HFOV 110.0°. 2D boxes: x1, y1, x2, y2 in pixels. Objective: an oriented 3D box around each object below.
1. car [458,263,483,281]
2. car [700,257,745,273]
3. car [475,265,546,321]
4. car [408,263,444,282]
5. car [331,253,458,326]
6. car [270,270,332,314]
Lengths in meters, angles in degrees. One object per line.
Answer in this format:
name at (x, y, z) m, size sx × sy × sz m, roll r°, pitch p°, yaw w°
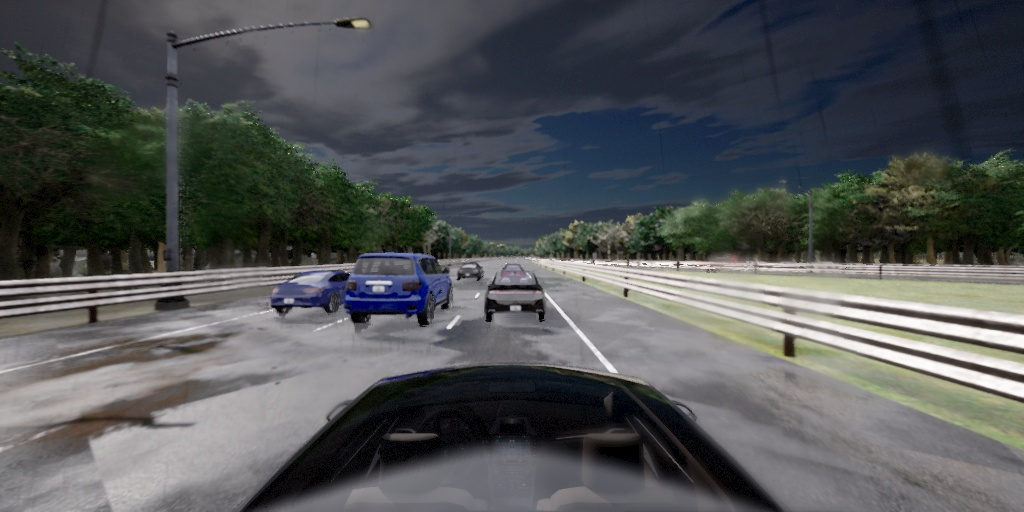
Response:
car at (-3.401, 1.259, 29.773) m, size 1.812 × 1.442 × 4.674 m, roll 0°, pitch 0°, yaw 0°
car at (28.792, 1.162, 49.277) m, size 2.150 × 2.045 × 5.566 m, roll 0°, pitch 0°, yaw -26°
car at (0.100, 1.231, 12.374) m, size 2.128 × 1.511 × 4.902 m, roll 0°, pitch 0°, yaw 0°
car at (-6.901, 1.297, 29.238) m, size 1.994 × 1.385 × 4.181 m, roll 0°, pitch 0°, yaw 0°
car at (-3.388, 0.948, 11.757) m, size 2.150 × 2.045 × 5.566 m, roll 1°, pitch -1°, yaw 0°
car at (-6.905, 1.248, 13.405) m, size 1.812 × 1.442 × 4.674 m, roll 0°, pitch -1°, yaw 0°
